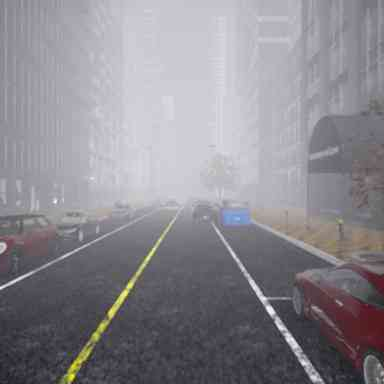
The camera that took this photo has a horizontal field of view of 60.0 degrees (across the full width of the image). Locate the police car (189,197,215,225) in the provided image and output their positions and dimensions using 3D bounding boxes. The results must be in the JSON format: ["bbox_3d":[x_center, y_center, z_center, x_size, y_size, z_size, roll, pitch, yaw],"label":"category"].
[{"bbox_3d":[0.904,1.468,24.781,1.930,1.638,5.238,0,0,0],"label":"police car"}]

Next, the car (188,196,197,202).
[{"bbox_3d":[0.013,1.606,75.433,1.994,1.385,4.181,0,0,0],"label":"car"}]

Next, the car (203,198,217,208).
[{"bbox_3d":[2.699,1.663,50.114,1.802,1.307,4.206,0,0,0],"label":"car"}]

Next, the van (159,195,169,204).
[{"bbox_3d":[-5.678,1.438,67.196,1.690,1.788,3.998,0,0,0],"label":"van"}]

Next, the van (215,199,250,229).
[{"bbox_3d":[2.694,1.379,21.652,1.690,1.788,3.998,0,0,0],"label":"van"}]

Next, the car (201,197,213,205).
[{"bbox_3d":[2.701,1.644,61.498,2.008,1.369,4.403,0,0,0],"label":"car"}]

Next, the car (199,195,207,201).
[{"bbox_3d":[2.705,1.537,84.268,1.967,1.590,4.097,0,0,0],"label":"car"}]

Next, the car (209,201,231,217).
[{"bbox_3d":[2.696,1.637,33.036,1.802,1.307,4.206,0,0,0],"label":"car"}]

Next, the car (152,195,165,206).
[{"bbox_3d":[-5.681,1.640,55.811,2.008,1.369,4.403,0,0,0],"label":"car"}]

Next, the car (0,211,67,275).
[{"bbox_3d":[-5.689,1.461,10.272,1.967,1.590,4.097,0,0,0],"label":"car"}]

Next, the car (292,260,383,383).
[{"bbox_3d":[2.691,1.592,4.575,1.802,1.307,4.206,0,0,0],"label":"car"}]

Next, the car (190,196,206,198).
[{"bbox_3d":[0.906,1.536,34.671,1.882,1.535,5.008,0,0,0],"label":"car"}]

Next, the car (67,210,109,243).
[{"bbox_3d":[-5.688,1.580,15.964,2.008,1.369,4.403,0,0,0],"label":"car"}]

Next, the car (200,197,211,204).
[{"bbox_3d":[2.702,1.647,67.191,2.008,1.369,4.403,0,0,0],"label":"car"}]

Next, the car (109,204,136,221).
[{"bbox_3d":[-5.686,1.629,27.348,1.802,1.307,4.206,0,0,0],"label":"car"}]

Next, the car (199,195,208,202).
[{"bbox_3d":[2.704,1.537,78.576,1.967,1.590,4.097,0,0,0],"label":"car"}]

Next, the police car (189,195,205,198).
[{"bbox_3d":[0.907,1.492,40.781,1.930,1.638,5.238,0,0,0],"label":"police car"}]

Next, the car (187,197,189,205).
[{"bbox_3d":[0.010,1.694,60.463,1.895,1.301,4.718,0,0,0],"label":"car"}]

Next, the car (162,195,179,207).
[{"bbox_3d":[-3.063,1.648,51.747,1.994,1.385,4.181,0,0,0],"label":"car"}]
